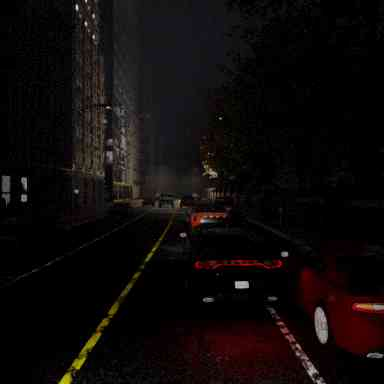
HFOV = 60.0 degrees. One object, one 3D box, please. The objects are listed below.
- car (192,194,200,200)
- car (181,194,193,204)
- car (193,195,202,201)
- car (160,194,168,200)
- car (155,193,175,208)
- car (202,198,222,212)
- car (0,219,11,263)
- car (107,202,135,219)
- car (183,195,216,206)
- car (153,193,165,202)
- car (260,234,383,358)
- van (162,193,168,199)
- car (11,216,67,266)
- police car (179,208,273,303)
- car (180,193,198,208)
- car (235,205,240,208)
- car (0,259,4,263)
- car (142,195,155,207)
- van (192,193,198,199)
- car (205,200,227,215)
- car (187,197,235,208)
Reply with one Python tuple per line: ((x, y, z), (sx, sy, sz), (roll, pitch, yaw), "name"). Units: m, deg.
((1.003, 1.227, 89.440), (1.967, 1.590, 4.097), (0, 0, -1), "car")
((-0.945, 1.231, 59.606), (2.097, 1.767, 4.553), (0, 0, -1), "car")
((1.281, 1.374, 78.323), (2.008, 1.369, 4.403), (0, 0, -1), "car")
((-7.527, 1.336, 89.490), (2.008, 1.369, 4.403), (0, 0, -1), "car")
((-3.648, 1.135, 47.737), (2.150, 2.045, 5.566), (0, 0, -1), "car")
((2.257, 1.488, 39.417), (2.008, 1.369, 4.403), (0, 0, -1), "car")
((-5.824, 1.314, 6.033), (2.192, 1.841, 5.009), (0, 0, 0), "car")
((-5.993, 1.532, 28.341), (1.947, 1.339, 4.313), (0, 0, -1), "car")
((0.696, 1.328, 24.399), (2.097, 1.767, 4.553), (0, 0, 1), "car")
((-7.107, 1.154, 72.813), (2.192, 1.841, 5.009), (0, 0, -1), "car")
((2.701, 1.544, 6.077), (1.887, 1.381, 4.507), (0, 0, 0), "car")
((-7.665, 1.106, 95.049), (1.690, 1.788, 3.998), (0, 0, -1), "van")
((-5.817, 1.561, 11.595), (1.947, 1.339, 4.313), (0, 0, 0), "car")
((0.739, 1.423, 8.423), (1.930, 1.638, 5.238), (0, 0, -3), "police car")
((-0.598, 1.269, 46.379), (2.097, 1.767, 4.553), (0, 0, -1), "car")
((2.649, 1.562, 22.735), (1.802, 1.307, 4.206), (0, 0, -1), "car")
((-3.100, 1.526, 1.495), (1.812, 1.442, 4.674), (0, 0, 0), "car")
((-6.551, 1.486, 50.581), (1.802, 1.307, 4.206), (0, 0, -1), "car")
((0.864, 1.108, 94.997), (1.690, 1.788, 3.998), (0, 0, -1), "van")
((2.397, 1.535, 33.860), (1.802, 1.307, 4.206), (0, 0, -1), "car")
((0.906, 1.338, 18.350), (2.097, 1.767, 4.553), (0, 0, 0), "car")
